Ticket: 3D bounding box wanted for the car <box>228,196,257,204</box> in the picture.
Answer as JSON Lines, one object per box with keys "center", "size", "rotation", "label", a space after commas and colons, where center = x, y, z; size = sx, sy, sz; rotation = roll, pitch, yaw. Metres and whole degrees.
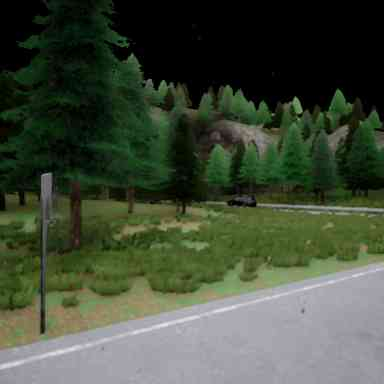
{"center": [8.407, 1.721, 56.061], "size": [2.150, 2.045, 5.566], "rotation": [1, 0, -36], "label": "car"}
